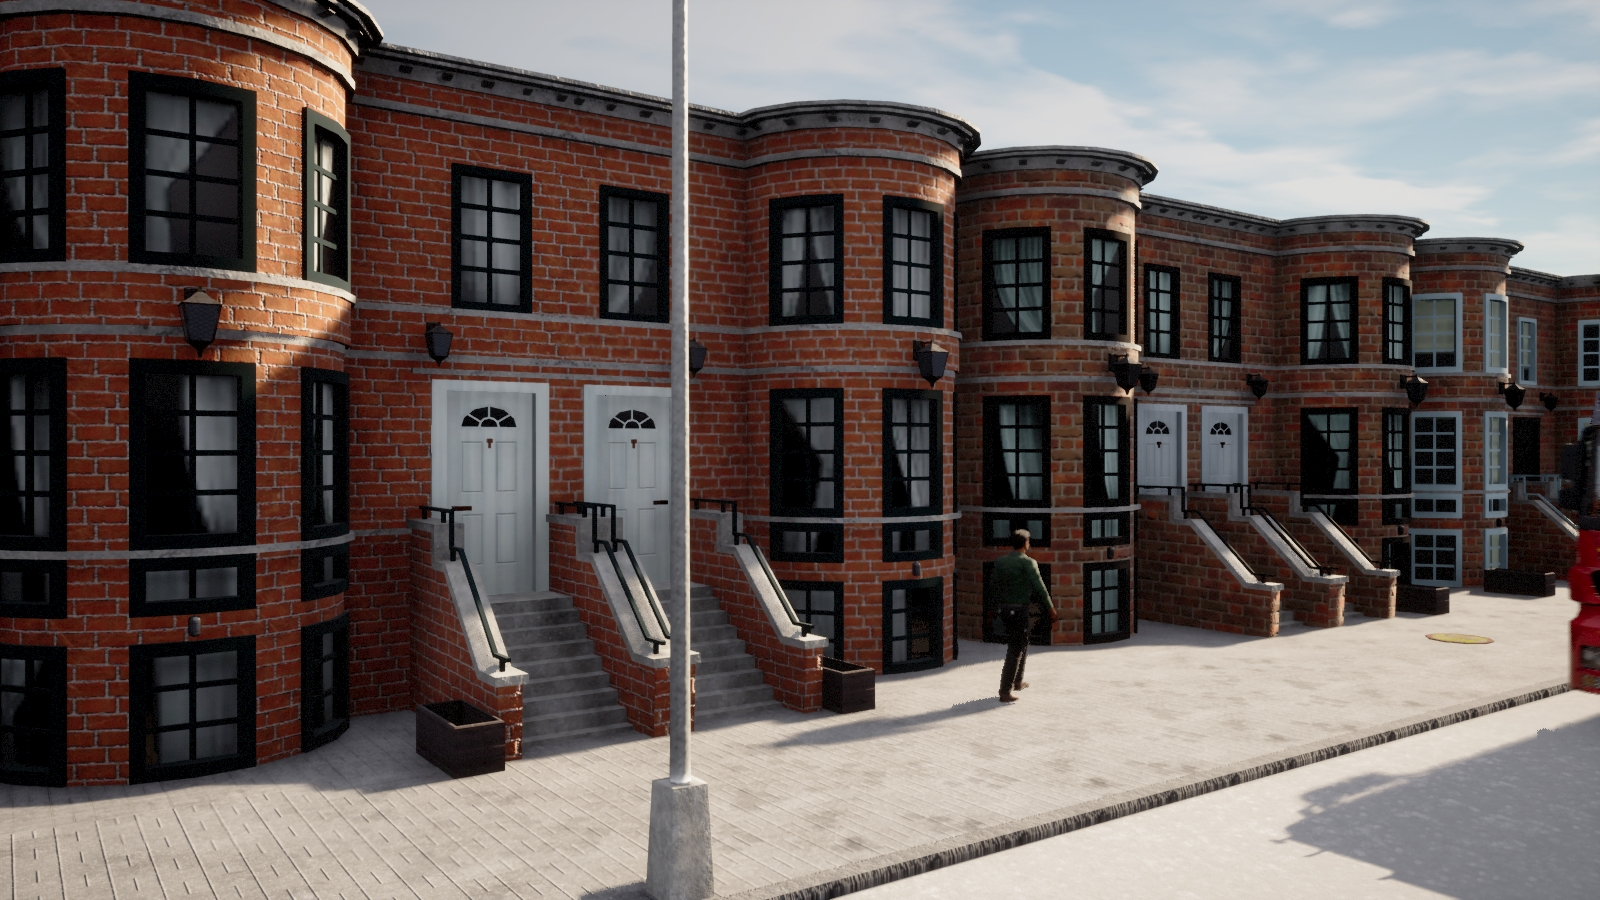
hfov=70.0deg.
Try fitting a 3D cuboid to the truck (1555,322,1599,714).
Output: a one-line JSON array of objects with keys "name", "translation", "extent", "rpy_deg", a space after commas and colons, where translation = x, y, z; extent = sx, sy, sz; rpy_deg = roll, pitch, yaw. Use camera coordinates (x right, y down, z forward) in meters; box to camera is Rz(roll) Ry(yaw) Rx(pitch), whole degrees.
[{"name": "truck", "translation": [11.898, 0.664, 12.731], "extent": [8.468, 3.827, 2.891], "rpy_deg": [0, 0, -35]}]

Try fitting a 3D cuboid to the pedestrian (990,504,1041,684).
[{"name": "pedestrian", "translation": [2.302, 1.521, 12.206], "extent": [0.375, 1.860, 0.375], "rpy_deg": [0, 0, -39]}]
